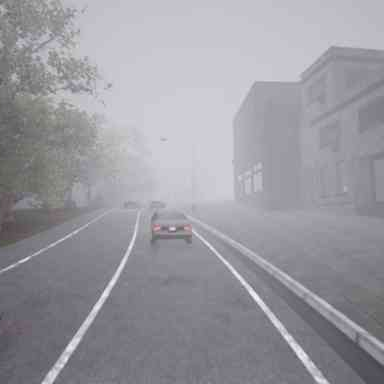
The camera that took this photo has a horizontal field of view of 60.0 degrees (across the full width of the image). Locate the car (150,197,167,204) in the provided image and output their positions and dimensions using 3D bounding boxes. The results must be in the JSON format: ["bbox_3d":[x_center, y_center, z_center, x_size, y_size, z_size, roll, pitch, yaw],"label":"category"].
[{"bbox_3d":[-4.094,1.363,40.312,1.812,1.442,4.674,0,1,-3],"label":"car"}]

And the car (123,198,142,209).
[{"bbox_3d":[-7.634,1.418,42.984,1.895,1.301,4.718,0,0,-1],"label":"car"}]

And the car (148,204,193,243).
[{"bbox_3d":[-1.097,1.538,16.058,2.033,1.411,5.357,0,0,-7],"label":"car"}]

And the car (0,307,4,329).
[{"bbox_3d":[-3.445,1.554,2.205,2.033,1.411,5.357,0,0,-2],"label":"car"}]
